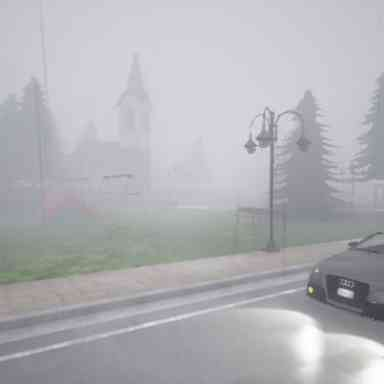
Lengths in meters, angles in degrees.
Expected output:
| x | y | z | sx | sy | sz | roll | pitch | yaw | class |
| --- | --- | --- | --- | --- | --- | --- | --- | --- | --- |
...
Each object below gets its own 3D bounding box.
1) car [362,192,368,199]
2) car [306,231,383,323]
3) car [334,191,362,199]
| x | y | z | sx | sy | sz | roll | pitch | yaw | class |
| --- | --- | --- | --- | --- | --- | --- | --- | --- | --- |
| 36.388 | 0.693 | 74.033 | 2.152 | 1.636 | 5.027 | 0 | 1 | -32 | car |
| 4.258 | 1.508 | 6.632 | 4.181 | 1.385 | 1.994 | 0 | 1 | -32 | car |
| 33.763 | 0.707 | 72.315 | 2.007 | 1.523 | 4.514 | 0 | 1 | -32 | car |
